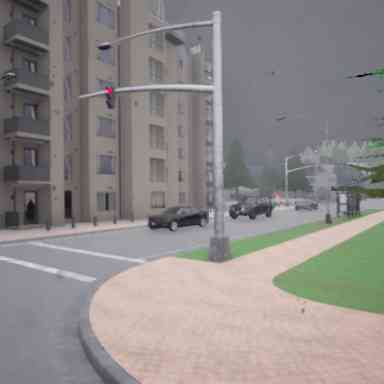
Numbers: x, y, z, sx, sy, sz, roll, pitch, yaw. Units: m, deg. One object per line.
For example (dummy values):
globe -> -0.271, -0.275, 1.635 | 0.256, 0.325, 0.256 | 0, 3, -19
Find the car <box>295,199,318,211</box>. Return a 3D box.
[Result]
car -> 14.805, 1.690, 42.962 | 1.837, 1.490, 4.892 | -1, -1, 37

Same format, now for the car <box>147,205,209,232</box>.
car -> -0.844, 1.667, 22.108 | 1.882, 1.535, 5.008 | -1, -1, 37

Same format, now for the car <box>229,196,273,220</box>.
car -> 5.541, 1.406, 30.677 | 2.150, 2.045, 5.566 | -1, 0, 37
